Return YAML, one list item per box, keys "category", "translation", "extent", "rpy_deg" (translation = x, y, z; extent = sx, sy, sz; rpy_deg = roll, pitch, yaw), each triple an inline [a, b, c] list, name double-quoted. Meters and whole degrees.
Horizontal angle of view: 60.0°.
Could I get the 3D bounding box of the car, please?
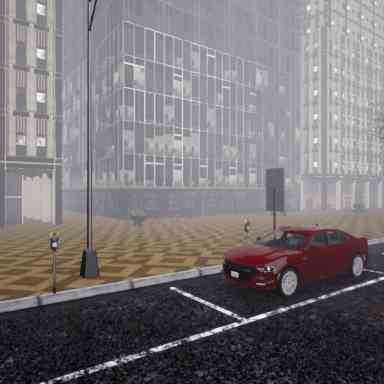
- category: "car"
  translation: [2.758, 1.545, 8.538]
  extent: [4.507, 1.381, 1.887]
  rpy_deg: [0, 0, -36]
